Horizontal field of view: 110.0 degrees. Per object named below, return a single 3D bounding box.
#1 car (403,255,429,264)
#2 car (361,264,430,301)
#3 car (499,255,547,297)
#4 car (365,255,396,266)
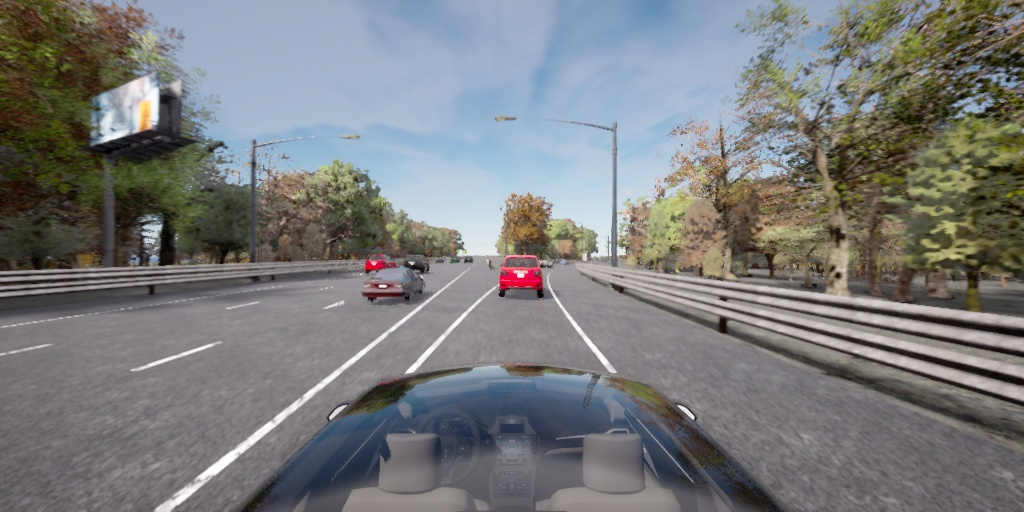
[{"bbox_3d":[-10.663,0.924,40.158,2.150,2.045,5.566,0,0,-4],"label":"car"},{"bbox_3d":[-5.428,1.272,17.013,2.033,1.411,5.357,0,0,-4],"label":"car"},{"bbox_3d":[0.562,0.990,19.344,2.150,2.045,5.566,1,0,3],"label":"car"},{"bbox_3d":[-14.056,0.903,38.611,2.150,2.045,5.566,0,0,-4],"label":"car"}]
